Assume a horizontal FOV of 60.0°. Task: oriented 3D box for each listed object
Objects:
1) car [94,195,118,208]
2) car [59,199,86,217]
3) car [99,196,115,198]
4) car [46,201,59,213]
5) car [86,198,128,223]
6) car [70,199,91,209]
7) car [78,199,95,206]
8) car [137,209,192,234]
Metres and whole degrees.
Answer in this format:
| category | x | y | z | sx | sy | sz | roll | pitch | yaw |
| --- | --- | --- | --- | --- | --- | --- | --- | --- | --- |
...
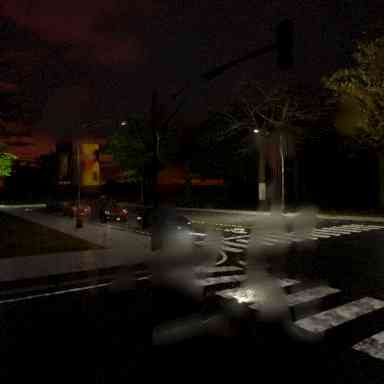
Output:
| category | x | y | z | sx | sy | sz | roll | pitch | yaw |
| --- | --- | --- | --- | --- | --- | --- | --- | --- | --- |
| car | -15.054 | 1.653 | 57.916 | 2.150 | 2.045 | 5.566 | -1 | 0 | -35 |
| car | -13.110 | 1.812 | 37.817 | 2.097 | 1.767 | 4.553 | -1 | 0 | -35 |
| car | -13.811 | 1.782 | 50.373 | 2.097 | 1.767 | 4.553 | -1 | 0 | -35 |
| car | -18.867 | 2.035 | 46.121 | 1.882 | 1.535 | 5.008 | -1 | 0 | -35 |
| car | -7.500 | 1.717 | 29.798 | 2.097 | 1.767 | 4.553 | -1 | 0 | -35 |
| car | -19.674 | 2.079 | 58.683 | 2.033 | 1.411 | 5.357 | -1 | 0 | -35 |
| car | -21.172 | 2.100 | 66.661 | 1.994 | 1.385 | 4.181 | -1 | 0 | -35 |
| car | -2.002 | 1.819 | 22.046 | 2.033 | 1.411 | 5.357 | -1 | 0 | -29 |
